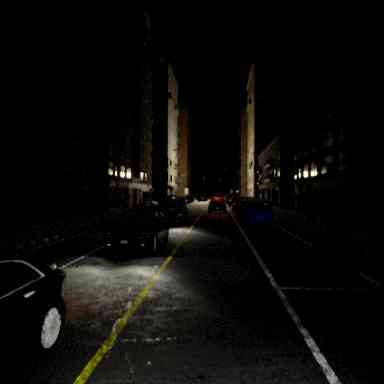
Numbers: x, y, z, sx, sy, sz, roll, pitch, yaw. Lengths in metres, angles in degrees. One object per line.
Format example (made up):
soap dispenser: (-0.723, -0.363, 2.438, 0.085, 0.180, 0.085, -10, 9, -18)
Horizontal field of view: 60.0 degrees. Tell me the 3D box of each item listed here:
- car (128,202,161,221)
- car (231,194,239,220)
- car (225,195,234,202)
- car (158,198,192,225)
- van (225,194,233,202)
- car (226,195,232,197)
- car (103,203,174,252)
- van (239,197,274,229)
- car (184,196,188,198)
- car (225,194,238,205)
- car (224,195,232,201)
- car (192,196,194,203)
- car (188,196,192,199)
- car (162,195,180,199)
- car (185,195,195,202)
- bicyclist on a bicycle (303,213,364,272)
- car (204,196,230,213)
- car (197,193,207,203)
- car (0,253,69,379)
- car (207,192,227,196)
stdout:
car: (-3.854, 1.552, 27.778, 1.802, 1.307, 4.206, 1, 0, 4)
car: (4.649, 1.290, 27.117, 2.192, 1.841, 5.009, 1, 0, 4)
car: (8.135, 1.467, 72.541, 1.752, 1.417, 4.829, 1, 0, 4)
car: (-1.371, 1.453, 24.043, 1.882, 1.535, 5.008, 0, 0, 5)
van: (8.559, 1.278, 78.028, 1.690, 1.788, 3.998, 1, 0, 4)
car: (6.384, 1.525, 49.744, 1.947, 1.339, 4.313, 1, 0, 4)
car: (-2.155, 1.462, 13.995, 1.882, 1.535, 5.008, 0, 0, 5)
van: (4.214, 1.321, 21.461, 1.690, 1.788, 3.998, 1, 0, 4)
car: (-2.117, 1.536, 50.402, 1.802, 1.307, 4.206, 1, 0, 4)
car: (7.255, 1.266, 61.058, 2.192, 1.841, 5.009, 1, 0, 4)
car: (9.004, 1.457, 83.855, 1.752, 1.417, 4.829, 1, 0, 4)
car: (-1.248, 1.512, 61.715, 1.947, 1.339, 4.313, 1, 0, 4)
car: (-1.682, 1.501, 56.058, 2.008, 1.369, 4.403, 1, 0, 4)
car: (-2.984, 1.402, 39.090, 1.967, 1.590, 4.097, 1, 0, 4)
car: (-0.379, 1.482, 73.027, 1.887, 1.381, 4.507, 1, 0, 4)
bicyclist on a bicycle: (3.900, 1.405, 9.175, 1.656, 1.620, 0.582, 0, 0, 4)
car: (2.765, 1.458, 36.244, 2.128, 1.511, 4.902, 0, 0, 4)
car: (2.197, 1.494, 69.341, 1.994, 1.385, 4.181, 0, 0, 4)
car: (-2.984, 1.501, 3.349, 1.837, 1.490, 4.892, 0, 0, 5)
car: (3.872, 1.179, 50.671, 2.150, 2.045, 5.566, 0, 0, 4)
